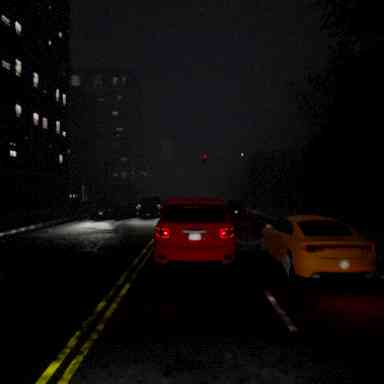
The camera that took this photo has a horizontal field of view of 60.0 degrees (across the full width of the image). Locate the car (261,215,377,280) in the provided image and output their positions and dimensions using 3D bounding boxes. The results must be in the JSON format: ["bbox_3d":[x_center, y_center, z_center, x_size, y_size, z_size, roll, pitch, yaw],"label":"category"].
[{"bbox_3d":[3.323,1.393,9.709,1.882,1.535,5.008,0,1,0],"label":"car"}]

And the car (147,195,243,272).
[{"bbox_3d":[0.079,1.131,10.592,2.150,2.045,5.566,0,1,0],"label":"car"}]

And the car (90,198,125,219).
[{"bbox_3d":[-6.585,1.270,26.433,2.128,1.511,4.902,0,0,0],"label":"car"}]

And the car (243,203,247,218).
[{"bbox_3d":[3.336,1.295,27.299,1.812,1.442,4.674,0,0,0],"label":"car"}]

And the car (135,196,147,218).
[{"bbox_3d":[-3.332,1.121,27.351,2.097,1.767,4.553,0,1,0],"label":"car"}]

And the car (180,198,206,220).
[{"bbox_3d":[0.084,1.278,26.808,1.837,1.490,4.892,0,0,0],"label":"car"}]
